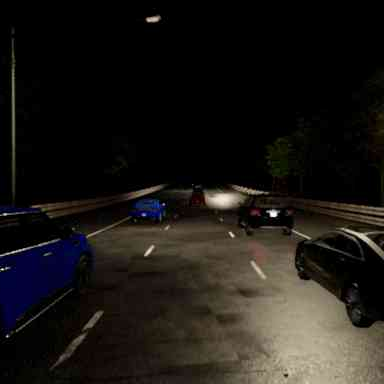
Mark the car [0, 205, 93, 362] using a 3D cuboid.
[{"bbox_3d":[-3.334,1.194,5.191,2.150,2.045,5.566,0,0,1],"label":"car"}]

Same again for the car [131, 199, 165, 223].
[{"bbox_3d":[-3.030,1.260,23.694,1.882,1.535,5.008,0,1,1],"label":"car"}]

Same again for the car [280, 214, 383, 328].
[{"bbox_3d":[3.572,1.462,6.872,2.128,1.511,4.902,0,0,1],"label":"car"}]

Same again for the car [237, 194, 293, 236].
[{"bbox_3d":[3.768,1.100,17.890,2.150,2.045,5.566,0,1,1],"label":"car"}]

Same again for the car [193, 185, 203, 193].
[{"bbox_3d":[1.259,-0.705,73.663,2.128,1.511,4.902,0,3,1],"label":"car"}]

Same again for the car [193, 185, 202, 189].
[{"bbox_3d":[1.035,0.137,55.553,1.882,1.535,5.008,0,3,1],"label":"car"}]

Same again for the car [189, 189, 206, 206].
[{"bbox_3d":[0.667,0.787,40.629,1.882,1.535,5.008,0,2,1],"label":"car"}]
